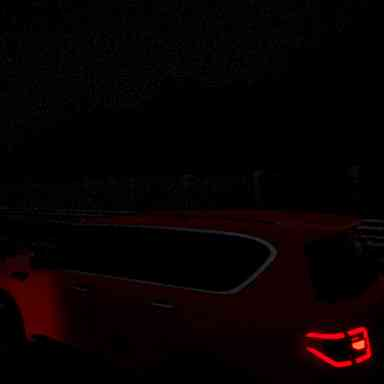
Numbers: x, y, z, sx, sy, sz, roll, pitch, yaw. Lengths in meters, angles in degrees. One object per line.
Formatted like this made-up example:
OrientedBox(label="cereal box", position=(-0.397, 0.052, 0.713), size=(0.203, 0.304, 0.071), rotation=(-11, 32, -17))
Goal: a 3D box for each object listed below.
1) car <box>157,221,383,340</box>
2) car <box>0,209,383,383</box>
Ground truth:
OrientedBox(label="car", position=(1.717, 1.530, 7.063), size=(4.892, 1.490, 1.837), rotation=(-1, 0, 35))
OrientedBox(label="car", position=(-0.512, 1.250, 4.353), size=(5.566, 2.045, 2.150), rotation=(-1, 0, 35))
